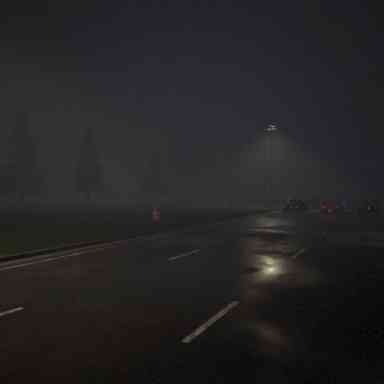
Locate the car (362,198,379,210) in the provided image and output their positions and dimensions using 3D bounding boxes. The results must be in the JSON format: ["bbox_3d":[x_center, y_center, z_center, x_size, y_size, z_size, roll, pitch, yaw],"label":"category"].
[{"bbox_3d":[23.203,1.504,43.089,1.837,1.490,4.892,0,0,30],"label":"car"}]

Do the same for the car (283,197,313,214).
[{"bbox_3d":[11.363,1.547,36.184,2.033,1.411,5.357,0,0,29],"label":"car"}]

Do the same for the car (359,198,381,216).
[{"bbox_3d":[17.776,1.547,33.308,2.033,1.411,5.357,0,0,30],"label":"car"}]

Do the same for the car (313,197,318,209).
[{"bbox_3d":[16.609,1.504,45.657,1.837,1.490,4.892,0,0,30],"label":"car"}]

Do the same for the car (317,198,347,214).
[{"bbox_3d":[15.076,1.600,35.643,1.895,1.301,4.718,0,0,29],"label":"car"}]

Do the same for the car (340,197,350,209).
[{"bbox_3d":[19.898,1.477,44.357,1.882,1.535,5.008,0,0,30],"label":"car"}]
